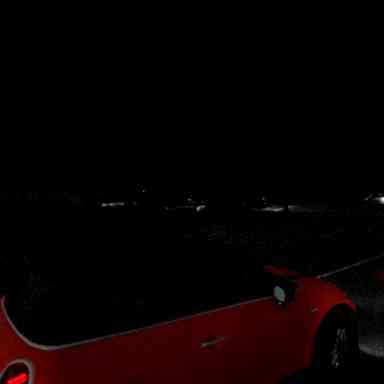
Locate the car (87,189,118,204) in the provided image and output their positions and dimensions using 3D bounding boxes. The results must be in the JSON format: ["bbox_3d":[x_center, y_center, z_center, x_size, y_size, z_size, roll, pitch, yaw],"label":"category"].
[{"bbox_3d":[-13.291,0.772,47.186,4.892,1.490,1.837,2,3,33],"label":"car"}]

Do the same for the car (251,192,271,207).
[{"bbox_3d":[6.727,0.780,38.270,4.553,1.767,2.097,0,2,32],"label":"car"}]

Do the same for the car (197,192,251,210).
[{"bbox_3d":[3.424,1.061,36.231,4.902,1.511,2.128,0,2,33],"label":"car"}]

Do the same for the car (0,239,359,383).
[{"bbox_3d":[0.034,1.367,4.008,4.553,1.767,2.097,0,0,-36],"label":"car"}]

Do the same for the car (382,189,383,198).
[{"bbox_3d":[28.939,-0.050,48.416,1.882,1.535,5.008,-1,2,32],"label":"car"}]

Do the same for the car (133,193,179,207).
[{"bbox_3d":[-4.533,0.986,41.445,5.008,1.535,1.882,1,3,33],"label":"car"}]

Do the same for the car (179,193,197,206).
[{"bbox_3d":[-0.656,0.906,43.087,4.892,1.490,1.837,1,3,33],"label":"car"}]

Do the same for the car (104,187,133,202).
[{"bbox_3d":[-11.062,0.366,49.893,5.566,2.045,2.150,2,3,33],"label":"car"}]
